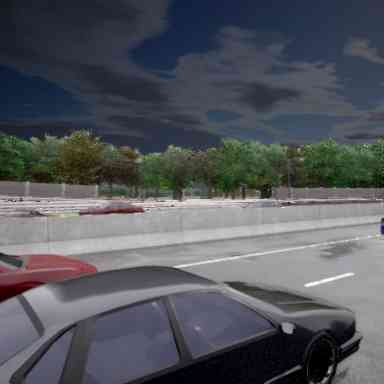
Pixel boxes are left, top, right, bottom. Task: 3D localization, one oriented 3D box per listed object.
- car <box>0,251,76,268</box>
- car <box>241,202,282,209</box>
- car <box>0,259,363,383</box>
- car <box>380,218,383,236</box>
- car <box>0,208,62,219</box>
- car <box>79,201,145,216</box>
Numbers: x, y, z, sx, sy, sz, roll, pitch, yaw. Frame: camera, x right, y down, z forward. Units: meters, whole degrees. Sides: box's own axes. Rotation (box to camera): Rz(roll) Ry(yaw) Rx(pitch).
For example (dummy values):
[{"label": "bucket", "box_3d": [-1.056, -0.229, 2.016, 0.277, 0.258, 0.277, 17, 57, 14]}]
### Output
[{"label": "car", "box_3d": [-3.993, 1.477, 5.200, 5.008, 1.535, 1.882, 0, 0, -36]}, {"label": "car", "box_3d": [5.006, 1.481, 24.760, 5.008, 1.535, 1.882, 0, 0, -35]}, {"label": "car", "box_3d": [-0.428, 1.548, 3.443, 5.357, 1.411, 2.033, 0, 0, -36]}, {"label": "car", "box_3d": [10.940, 1.481, 15.856, 5.008, 1.535, 1.882, 0, 0, -36]}, {"label": "car", "box_3d": [-9.782, 1.602, 18.512, 4.718, 1.301, 1.895, 0, 0, -36]}, {"label": "car", "box_3d": [-6.071, 1.480, 25.460, 5.008, 1.535, 1.882, 0, 0, -35]}]
